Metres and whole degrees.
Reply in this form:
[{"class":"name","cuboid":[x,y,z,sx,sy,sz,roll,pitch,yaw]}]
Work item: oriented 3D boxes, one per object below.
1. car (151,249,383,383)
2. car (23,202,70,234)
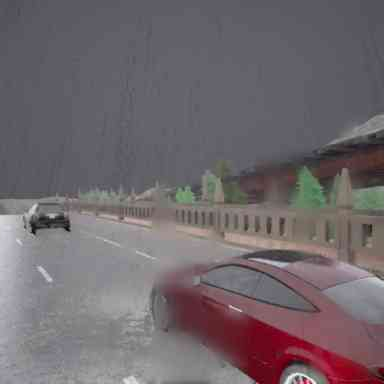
[{"class":"car","cuboid":[1.092,1.530,4.543,1.812,1.442,4.674,0,0,-32]},{"class":"car","cuboid":[-8.957,1.431,20.343,2.097,1.767,4.553,0,0,-32]}]
